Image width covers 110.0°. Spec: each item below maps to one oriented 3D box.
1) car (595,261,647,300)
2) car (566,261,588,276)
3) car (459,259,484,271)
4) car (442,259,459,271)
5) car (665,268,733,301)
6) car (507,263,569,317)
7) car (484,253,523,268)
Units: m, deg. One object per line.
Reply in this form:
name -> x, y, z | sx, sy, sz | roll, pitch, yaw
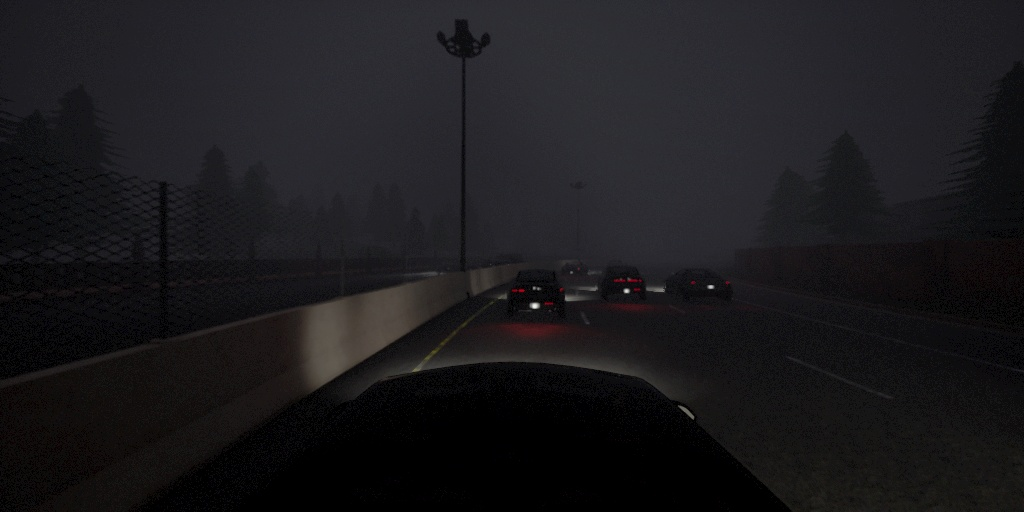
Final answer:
car -> 5.140, 1.174, 17.176 | 1.837, 1.490, 4.892 | 0, 0, 10
car -> 6.080, 1.161, 34.079 | 1.895, 1.301, 4.718 | 0, 0, 20
car -> -3.308, 1.034, 39.486 | 2.033, 1.411, 5.357 | 0, 0, 21
car -> -6.208, 1.061, 41.554 | 1.895, 1.301, 4.718 | 0, 0, 22
car -> 8.646, 1.249, 16.944 | 1.994, 1.385, 4.181 | 0, 0, 10
car -> 0.946, 1.185, 12.875 | 1.837, 1.490, 4.892 | 0, 0, 7
car -> -0.521, 0.733, 36.930 | 2.150, 2.045, 5.566 | 0, 1, 21
